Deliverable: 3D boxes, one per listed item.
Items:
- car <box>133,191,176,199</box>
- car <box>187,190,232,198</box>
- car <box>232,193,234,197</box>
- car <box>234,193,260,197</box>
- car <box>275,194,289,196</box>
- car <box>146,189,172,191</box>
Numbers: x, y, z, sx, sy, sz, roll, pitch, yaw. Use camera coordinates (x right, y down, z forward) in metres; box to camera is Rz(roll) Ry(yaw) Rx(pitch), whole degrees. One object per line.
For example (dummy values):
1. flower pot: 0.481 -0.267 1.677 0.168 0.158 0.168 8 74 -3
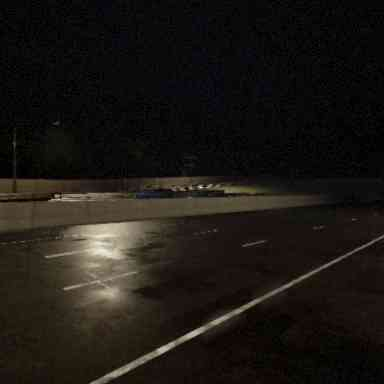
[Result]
1. car: -3.718 0.945 36.048 1.882 1.535 5.008 1 1 40
2. car: 1.671 0.746 36.988 2.150 2.045 5.566 1 1 40
3. car: 6.913 0.897 54.004 1.837 1.490 4.892 1 1 41
4. car: 8.952 0.929 51.004 1.882 1.535 5.008 1 1 41
5. car: 13.686 1.021 51.162 1.837 1.490 4.892 1 0 41
6. car: -4.571 0.626 40.441 2.150 2.045 5.566 1 1 40
